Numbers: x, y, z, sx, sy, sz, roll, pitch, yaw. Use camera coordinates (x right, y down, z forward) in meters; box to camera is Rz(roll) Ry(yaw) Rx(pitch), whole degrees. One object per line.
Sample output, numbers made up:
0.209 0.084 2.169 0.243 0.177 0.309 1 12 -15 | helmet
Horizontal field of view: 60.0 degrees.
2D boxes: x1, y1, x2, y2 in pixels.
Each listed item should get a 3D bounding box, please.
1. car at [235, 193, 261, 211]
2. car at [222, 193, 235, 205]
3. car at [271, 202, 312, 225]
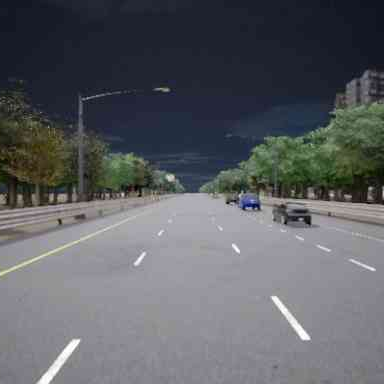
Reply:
7.090 1.264 41.488 2.150 2.045 5.566 0 0 0 | car
7.172 1.269 59.908 2.150 2.045 5.566 0 -1 0 | car
7.030 1.517 23.839 1.837 1.490 4.892 0 0 0 | car
